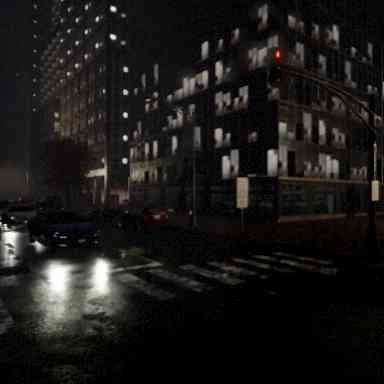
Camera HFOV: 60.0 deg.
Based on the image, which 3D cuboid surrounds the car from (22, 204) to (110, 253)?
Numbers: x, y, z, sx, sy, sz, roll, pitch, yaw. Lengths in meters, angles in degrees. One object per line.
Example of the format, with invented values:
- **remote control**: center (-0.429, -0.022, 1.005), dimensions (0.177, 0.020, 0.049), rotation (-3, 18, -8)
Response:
- **car**: center (-5.527, 1.505, 14.117), dimensions (1.882, 1.535, 5.008), rotation (1, 0, -38)

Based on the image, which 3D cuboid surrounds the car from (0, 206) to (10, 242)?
- **car**: center (-10.022, 1.518, 15.635), dimensions (1.752, 1.417, 4.829), rotation (1, -1, -36)

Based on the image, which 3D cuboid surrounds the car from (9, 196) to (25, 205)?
- **car**: center (-30.303, 1.516, 57.507), dimensions (1.752, 1.417, 4.829), rotation (1, -1, -36)

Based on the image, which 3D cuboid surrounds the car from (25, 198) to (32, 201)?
- **car**: center (-20.204, 1.560, 43.800), dimensions (1.752, 1.417, 4.829), rotation (1, -1, -36)

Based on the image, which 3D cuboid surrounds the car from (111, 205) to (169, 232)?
- **car**: center (-3.166, 1.529, 20.896), dimensions (1.967, 1.590, 4.097), rotation (1, -1, -36)

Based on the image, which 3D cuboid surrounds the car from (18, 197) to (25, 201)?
- **car**: center (-23.470, 1.567, 48.231), dimensions (1.887, 1.381, 4.507), rotation (1, -1, -36)

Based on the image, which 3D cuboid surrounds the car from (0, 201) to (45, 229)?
- **car**: center (-11.448, 1.540, 22.142), dimensions (1.812, 1.442, 4.674), rotation (1, 0, -36)

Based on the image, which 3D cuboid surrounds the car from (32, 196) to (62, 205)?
- **car**: center (-16.735, 1.362, 39.097), dimensions (2.192, 1.841, 5.009), rotation (1, -1, -36)

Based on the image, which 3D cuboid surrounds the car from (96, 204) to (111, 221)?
- **car**: center (-6.561, 1.631, 25.449), dimensions (2.008, 1.369, 4.403), rotation (1, -1, -36)

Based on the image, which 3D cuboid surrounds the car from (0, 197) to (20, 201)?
- **car**: center (-17.619, 1.487, 30.542), dimensions (2.128, 1.511, 4.902), rotation (1, 0, -36)
